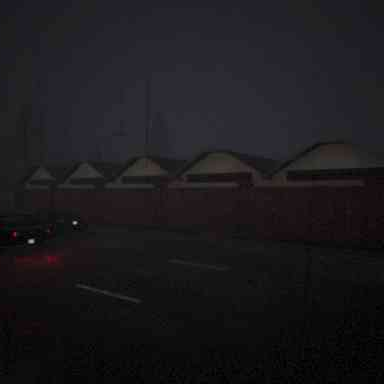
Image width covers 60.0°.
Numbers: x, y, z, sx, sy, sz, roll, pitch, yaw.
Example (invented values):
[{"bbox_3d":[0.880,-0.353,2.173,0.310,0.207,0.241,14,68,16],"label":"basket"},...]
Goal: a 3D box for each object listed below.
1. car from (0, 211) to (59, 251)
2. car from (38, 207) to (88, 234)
[{"bbox_3d":[-7.898,1.571,13.909,4.718,1.301,1.895,0,0,36],"label":"car"},{"bbox_3d":[-7.542,1.530,17.955,4.181,1.385,1.994,0,0,36],"label":"car"}]
